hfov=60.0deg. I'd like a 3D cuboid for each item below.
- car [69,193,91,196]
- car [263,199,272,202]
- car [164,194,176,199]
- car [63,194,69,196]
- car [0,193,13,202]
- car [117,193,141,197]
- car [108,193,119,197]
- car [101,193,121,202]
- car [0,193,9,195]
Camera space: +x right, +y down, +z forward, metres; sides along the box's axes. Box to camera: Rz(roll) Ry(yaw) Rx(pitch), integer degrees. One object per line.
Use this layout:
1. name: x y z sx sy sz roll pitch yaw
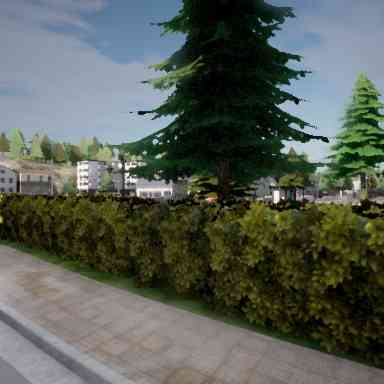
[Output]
1. car: -26.512 1.153 81.228 5.027 1.636 2.152 0 0 -45
2. car: 9.908 1.478 44.336 5.008 1.535 1.882 0 0 -45
3. car: -2.224 1.221 37.422 5.566 2.045 2.150 0 0 -45
4. car: -31.237 1.232 85.583 3.806 1.475 1.970 0 0 -45
5. car: -41.120 1.097 71.295 4.605 1.855 1.932 0 0 -45
6. car: -9.692 1.384 53.878 3.806 1.475 1.970 0 0 -45
7. car: -15.223 1.097 70.309 4.605 1.855 1.932 0 0 -45
8. car: -17.552 1.077 72.095 3.866 1.878 1.905 0 0 -45
9. car: -23.119 1.330 40.911 5.027 1.636 2.152 0 0 -45
